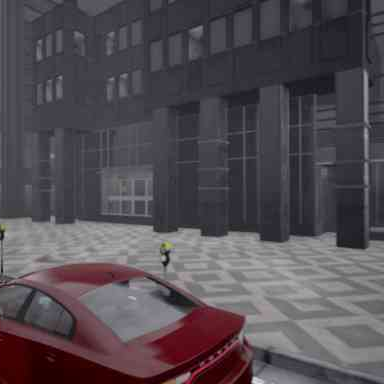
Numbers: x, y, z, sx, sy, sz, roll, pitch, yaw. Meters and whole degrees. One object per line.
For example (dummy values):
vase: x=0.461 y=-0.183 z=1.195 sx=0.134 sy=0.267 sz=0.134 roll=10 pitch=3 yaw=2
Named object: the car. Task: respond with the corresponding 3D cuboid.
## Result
car: x=-1.501 y=1.565 z=4.065 sx=4.507 sy=1.381 sz=1.887 roll=0 pitch=0 yaw=36
